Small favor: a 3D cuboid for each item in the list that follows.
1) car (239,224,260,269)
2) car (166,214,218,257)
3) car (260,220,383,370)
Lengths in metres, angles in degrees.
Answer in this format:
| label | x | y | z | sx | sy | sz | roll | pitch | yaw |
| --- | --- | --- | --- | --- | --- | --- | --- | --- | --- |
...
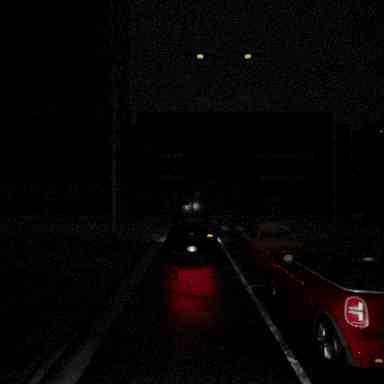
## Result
| label | x | y | z | sx | sy | sz | roll | pitch | yaw |
| --- | --- | --- | --- | --- | --- | --- | --- | --- | --- |
| car | 2.641 | 1.646 | 11.412 | 1.752 | 1.417 | 4.829 | 0 | -1 | 0 |
| car | 0.017 | 1.649 | 13.491 | 1.837 | 1.490 | 4.892 | 0 | 0 | 0 |
| car | 2.642 | 1.502 | 5.805 | 1.967 | 1.590 | 4.097 | 0 | -1 | 0 |
